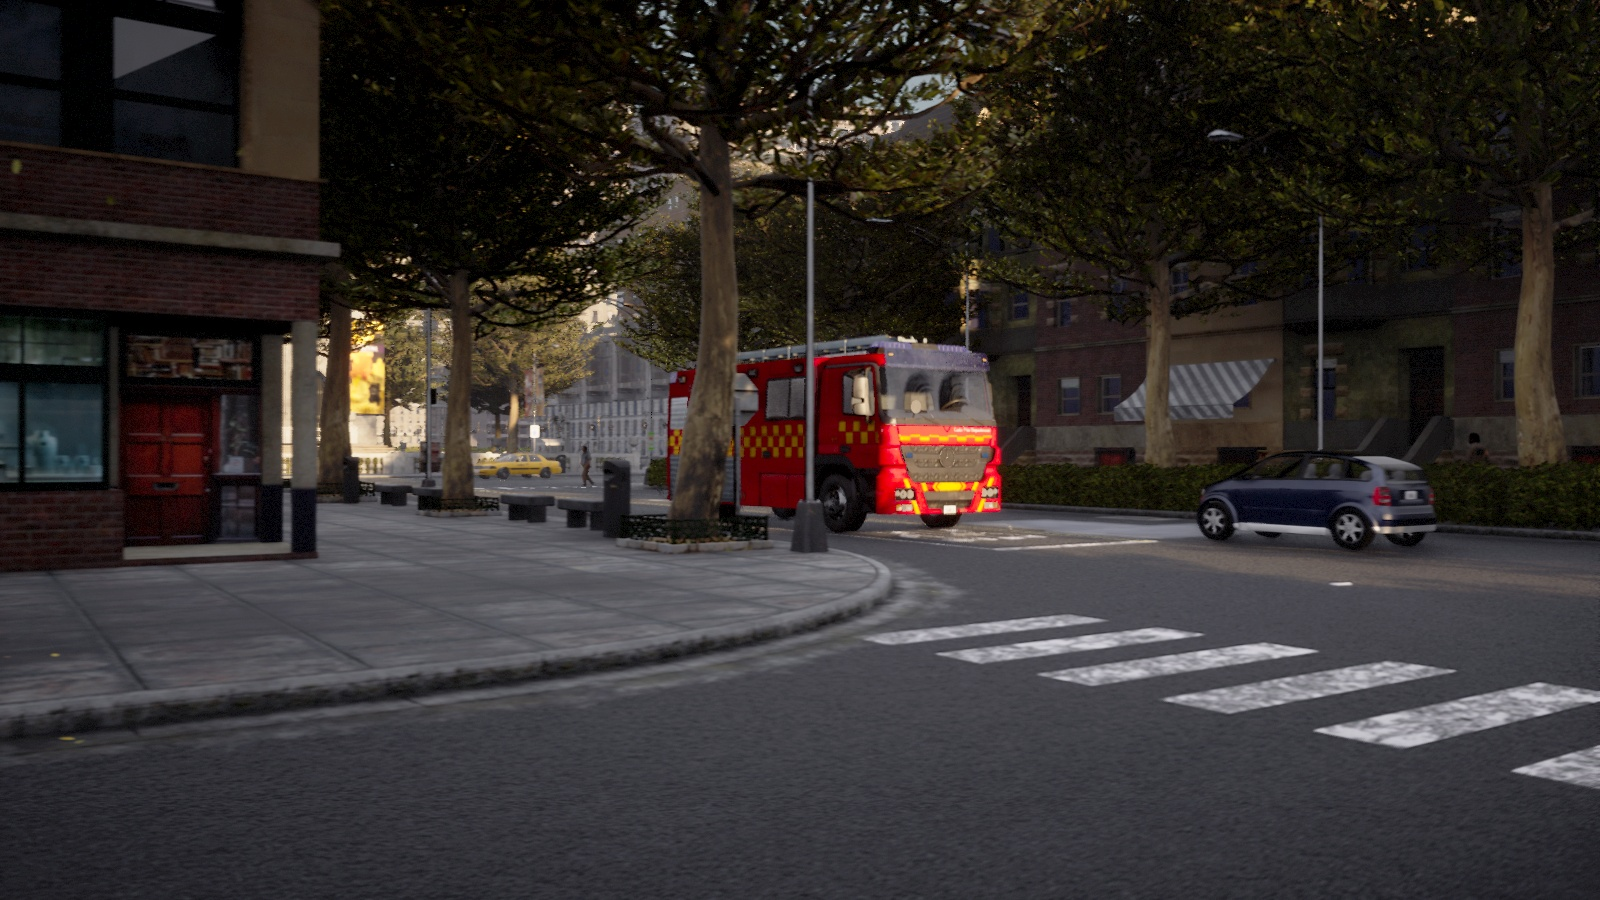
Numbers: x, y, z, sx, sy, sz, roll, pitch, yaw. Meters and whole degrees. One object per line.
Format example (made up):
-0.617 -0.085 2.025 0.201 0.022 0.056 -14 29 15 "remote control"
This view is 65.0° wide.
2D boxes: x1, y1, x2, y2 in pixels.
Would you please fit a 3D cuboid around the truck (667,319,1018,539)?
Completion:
0.510 -0.361 26.173 2.891 3.827 8.468 0 0 -34 "truck"

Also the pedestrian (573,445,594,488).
-9.364 0.699 54.323 0.694 1.848 0.540 0 0 -34 "pedestrian"

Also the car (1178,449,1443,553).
8.354 0.755 20.818 1.789 1.549 3.705 0 0 -34 "car"

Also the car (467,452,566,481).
-15.625 0.880 69.445 1.801 1.575 5.366 0 0 38 "car"

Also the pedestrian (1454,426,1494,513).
15.037 0.431 28.025 0.396 1.930 0.692 0 0 -23 "pedestrian"
